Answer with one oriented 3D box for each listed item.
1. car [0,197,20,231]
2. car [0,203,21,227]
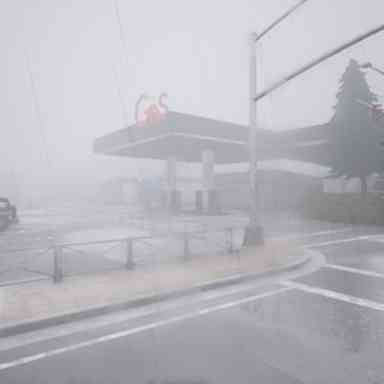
[{"bbox_3d":[-12.042,1.262,18.774,3.866,1.878,1.905,-1,0,-36],"label":"car"},{"bbox_3d":[-13.484,1.542,21.832,3.806,1.475,1.970,-1,0,-36],"label":"car"}]
